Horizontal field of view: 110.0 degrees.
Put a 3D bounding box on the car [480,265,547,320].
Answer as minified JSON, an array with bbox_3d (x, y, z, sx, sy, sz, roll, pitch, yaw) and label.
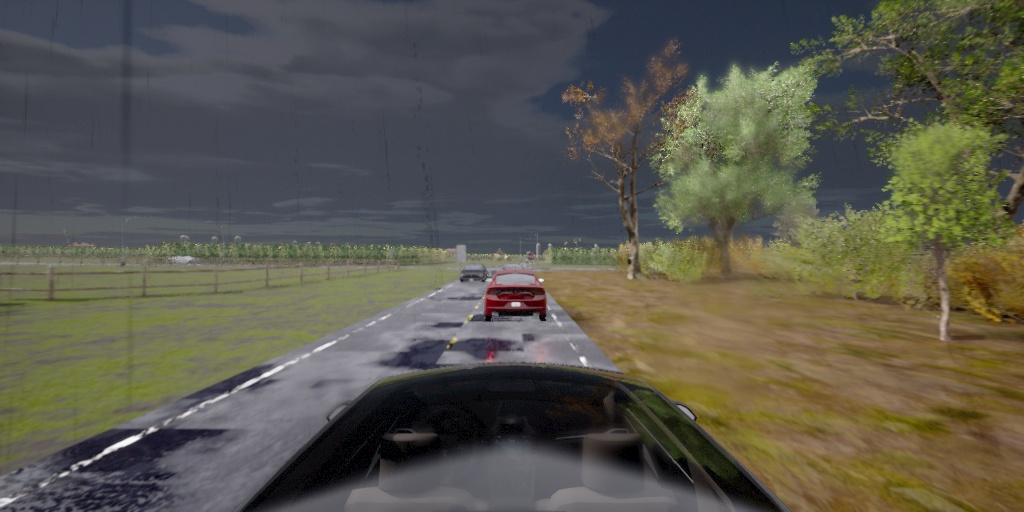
[{"bbox_3d":[0.113,1.219,12.583,1.882,1.535,5.008,0,0,0],"label":"car"}]

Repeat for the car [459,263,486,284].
[{"bbox_3d":[-2.801,1.278,27.488,2.033,1.411,5.357,0,0,0],"label":"car"}]
